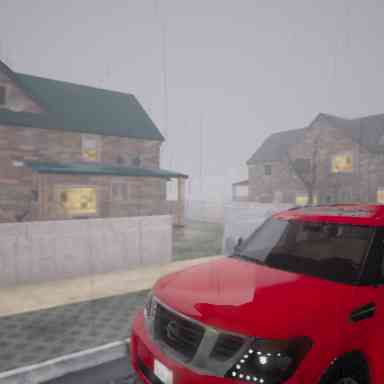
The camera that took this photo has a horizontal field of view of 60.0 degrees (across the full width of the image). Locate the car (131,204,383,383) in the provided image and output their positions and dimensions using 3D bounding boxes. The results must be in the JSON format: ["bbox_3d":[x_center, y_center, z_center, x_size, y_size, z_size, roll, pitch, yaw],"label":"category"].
[{"bbox_3d":[2.001,1.223,4.492,5.566,2.045,2.150,0,0,-35],"label":"car"}]
